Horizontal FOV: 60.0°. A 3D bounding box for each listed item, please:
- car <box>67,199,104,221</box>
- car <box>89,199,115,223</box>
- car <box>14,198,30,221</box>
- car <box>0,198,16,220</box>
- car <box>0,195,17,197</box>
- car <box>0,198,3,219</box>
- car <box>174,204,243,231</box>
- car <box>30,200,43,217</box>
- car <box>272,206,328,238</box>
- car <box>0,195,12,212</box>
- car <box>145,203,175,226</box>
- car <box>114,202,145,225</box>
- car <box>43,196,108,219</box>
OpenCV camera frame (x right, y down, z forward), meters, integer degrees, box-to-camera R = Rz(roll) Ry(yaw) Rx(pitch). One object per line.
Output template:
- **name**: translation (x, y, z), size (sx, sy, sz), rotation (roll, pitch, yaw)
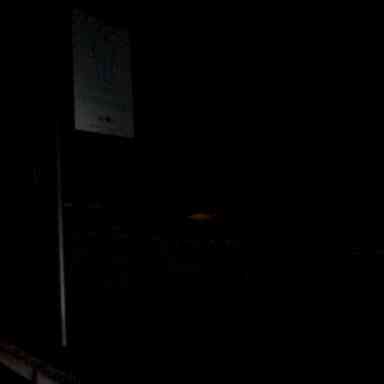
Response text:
- **car**: translation (-7.486, 1.597, 28.008), size (2.097, 1.535, 5.008), rotation (0, 0, 35)
- **car**: translation (-5.223, 1.584, 26.400), size (2.097, 1.535, 5.008), rotation (0, 0, 35)
- **car**: translation (-14.280, 1.636, 32.824), size (2.097, 1.535, 5.008), rotation (0, 0, 35)
- **car**: translation (-16.434, 1.642, 34.588), size (1.946, 1.575, 5.366), rotation (0, 0, 35)
- **car**: translation (-23.347, 1.401, 39.240), size (2.435, 2.045, 5.566), rotation (0, 0, 35)
- **car**: translation (-18.817, 1.683, 36.019), size (2.163, 1.488, 4.792), rotation (0, 0, 35)
- **car**: translation (1.453, 1.540, 21.421), size (1.946, 1.575, 5.366), rotation (0, 0, 35)
- **car**: translation (-12.016, 1.626, 31.214), size (2.231, 1.521, 4.892), rotation (0, 0, 35)
- **car**: translation (6.069, 1.545, 18.332), size (2.163, 1.488, 4.792), rotation (0, 0, 35)
- **car**: translation (-25.577, 1.397, 40.895), size (2.435, 2.045, 5.566), rotation (0, 0, 35)
- **car**: translation (-0.685, 1.586, 23.203), size (2.163, 1.488, 4.792), rotation (0, 0, 35)
- **car**: translation (-2.960, 1.571, 24.793), size (2.231, 1.521, 4.892), rotation (0, 0, 35)
- **car**: translation (-9.769, 1.360, 29.589), size (2.435, 2.045, 5.566), rotation (0, 0, 35)
